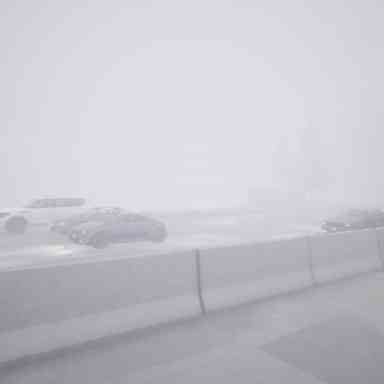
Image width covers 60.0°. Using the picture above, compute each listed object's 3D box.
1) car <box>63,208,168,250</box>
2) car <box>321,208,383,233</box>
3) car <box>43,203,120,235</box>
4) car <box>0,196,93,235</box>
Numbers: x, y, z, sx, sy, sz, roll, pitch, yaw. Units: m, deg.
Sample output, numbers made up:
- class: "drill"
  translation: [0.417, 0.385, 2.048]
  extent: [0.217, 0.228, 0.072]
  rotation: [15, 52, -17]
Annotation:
- class: "car"
  translation: [-3.141, 1.598, 14.637]
  extent: [4.181, 1.385, 1.994]
  rotation: [0, 0, -35]
- class: "car"
  translation: [9.881, 1.663, 19.542]
  extent: [5.357, 1.411, 2.033]
  rotation: [0, 0, -35]
- class: "car"
  translation: [-4.933, 1.527, 17.658]
  extent: [4.902, 1.511, 2.128]
  rotation: [0, 0, -35]
- class: "car"
  translation: [-8.430, 1.246, 19.467]
  extent: [5.566, 2.045, 2.150]
  rotation: [0, 0, -35]
